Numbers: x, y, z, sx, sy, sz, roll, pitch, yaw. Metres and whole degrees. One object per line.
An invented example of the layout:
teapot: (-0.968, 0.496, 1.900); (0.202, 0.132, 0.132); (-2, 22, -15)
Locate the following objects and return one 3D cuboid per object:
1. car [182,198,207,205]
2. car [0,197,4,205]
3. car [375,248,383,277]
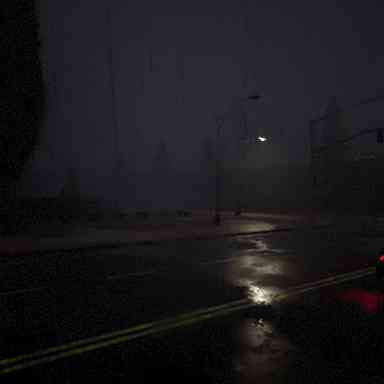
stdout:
car: (0.499, 1.733, 64.688); (4.718, 1.301, 1.895); (-1, 2, 21)
car: (-35.056, 1.252, 58.008); (5.566, 2.045, 2.150); (1, -1, -15)
car: (6.941, 1.614, 8.751); (5.357, 1.411, 2.033); (1, 0, -35)
